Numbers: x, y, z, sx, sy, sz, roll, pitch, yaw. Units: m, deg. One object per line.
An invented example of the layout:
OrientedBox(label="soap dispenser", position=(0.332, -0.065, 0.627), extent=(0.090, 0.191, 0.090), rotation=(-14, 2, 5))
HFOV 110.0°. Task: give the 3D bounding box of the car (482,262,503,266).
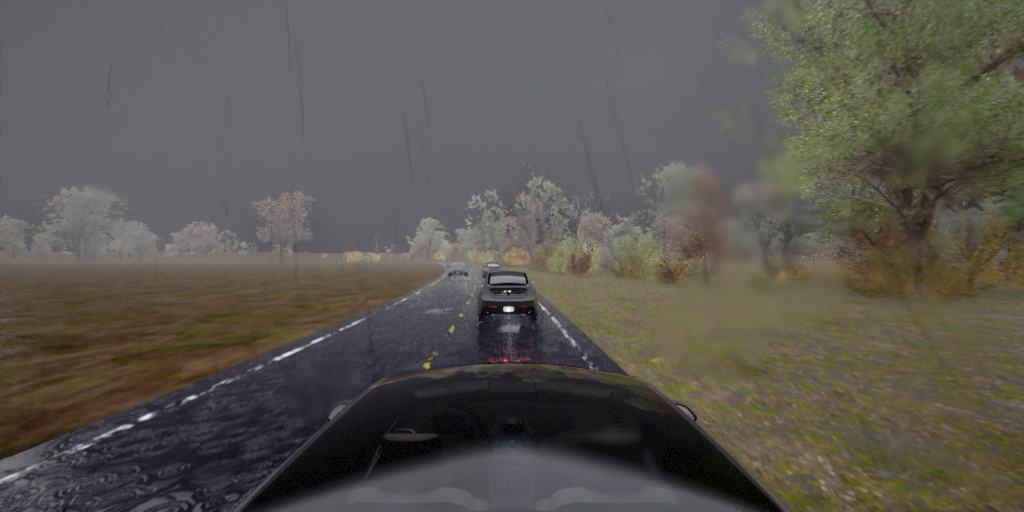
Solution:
OrientedBox(label="car", position=(-1.791, 1.273, 33.354), extent=(1.812, 1.442, 4.674), rotation=(0, 0, -6))

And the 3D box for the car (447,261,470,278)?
OrientedBox(label="car", position=(-5.077, 1.254, 34.237), extent=(1.837, 1.490, 4.892), rotation=(0, 0, -6))

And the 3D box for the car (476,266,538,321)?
OrientedBox(label="car", position=(-0.189, 1.256, 12.556), extent=(1.837, 1.490, 4.892), rotation=(0, 0, -2))
